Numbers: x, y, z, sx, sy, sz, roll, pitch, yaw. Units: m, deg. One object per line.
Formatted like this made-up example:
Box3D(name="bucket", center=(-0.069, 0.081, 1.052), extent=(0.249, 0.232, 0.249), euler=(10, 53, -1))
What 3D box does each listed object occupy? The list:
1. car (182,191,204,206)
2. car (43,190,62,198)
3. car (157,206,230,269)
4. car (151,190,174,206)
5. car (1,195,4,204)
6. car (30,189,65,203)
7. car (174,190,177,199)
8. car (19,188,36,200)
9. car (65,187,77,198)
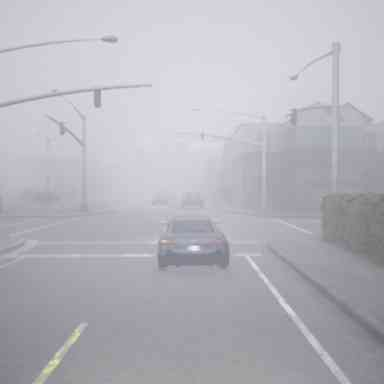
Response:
Box3D(name="car", center=(0.096, 0.699, 34.505), extent=(2.097, 1.767, 4.553), euler=(0, 1, 0))
Box3D(name="car", center=(-25.957, 0.379, 62.149), extent=(1.970, 1.475, 3.806), euler=(0, 1, 0))
Box3D(name="car", center=(-0.054, 1.364, 10.472), extent=(1.994, 1.385, 4.181), euler=(0, 1, -3))
Box3D(name="car", center=(-3.594, 0.810, 38.943), extent=(2.033, 1.411, 5.357), euler=(0, 1, 0))
Box3D(name="car", center=(-22.569, 0.731, 36.621), extent=(1.970, 1.475, 3.806), euler=(0, 1, 0))
Box3D(name="car", center=(-18.926, 0.664, 43.681), extent=(2.007, 1.523, 4.514), euler=(0, 1, 0))
Box3D(name="car", center=(-3.545, 0.445, 56.081), extent=(1.837, 1.490, 4.892), euler=(0, 1, 1))
Box3D(name="car", center=(-25.896, 0.275, 53.667), extent=(1.932, 1.855, 4.605), euler=(0, 1, 0))
Box3D(name="car", center=(-22.631, 0.106, 61.542), extent=(1.905, 1.878, 3.866), euler=(0, 1, 0))
